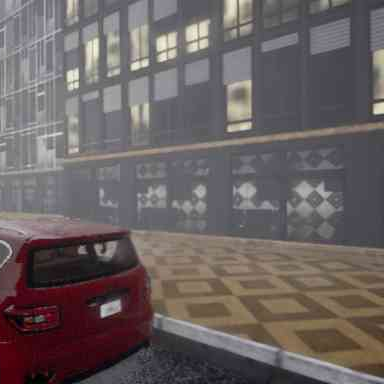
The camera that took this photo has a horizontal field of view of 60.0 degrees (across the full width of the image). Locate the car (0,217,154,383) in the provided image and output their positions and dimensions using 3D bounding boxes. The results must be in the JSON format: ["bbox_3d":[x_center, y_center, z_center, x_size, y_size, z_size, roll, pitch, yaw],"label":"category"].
[{"bbox_3d":[-2.799,1.299,4.888,5.009,1.841,2.192,0,-1,36],"label":"car"}]
